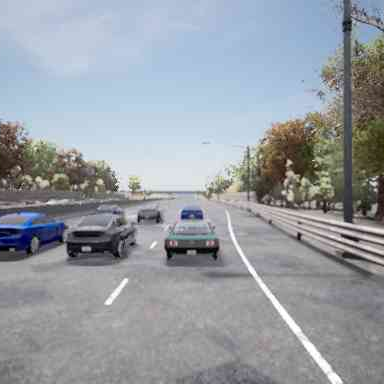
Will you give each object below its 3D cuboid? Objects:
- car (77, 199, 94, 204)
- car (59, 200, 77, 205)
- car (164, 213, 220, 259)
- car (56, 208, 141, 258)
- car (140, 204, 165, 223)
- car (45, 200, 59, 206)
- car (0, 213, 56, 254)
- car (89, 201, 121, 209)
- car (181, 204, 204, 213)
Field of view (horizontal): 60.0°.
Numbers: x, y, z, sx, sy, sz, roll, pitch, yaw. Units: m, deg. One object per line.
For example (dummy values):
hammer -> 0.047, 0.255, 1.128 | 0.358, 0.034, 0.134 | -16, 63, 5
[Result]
car -> -21.027, 2.277, 67.379 | 1.837, 1.490, 4.892 | 0, -1, 0
car -> -24.527, 2.371, 67.346 | 1.895, 1.301, 4.718 | 0, -1, 0
car -> 0.014, 1.744, 13.238 | 1.895, 1.301, 4.718 | 0, -1, 0
car -> -3.481, 1.653, 13.483 | 1.837, 1.490, 4.892 | 0, 0, 1
car -> -3.487, 1.805, 28.490 | 2.128, 1.511, 4.902 | 0, -1, 1
car -> -28.027, 2.300, 67.376 | 1.812, 1.442, 4.674 | 0, -1, 0
car -> -6.975, 1.631, 14.240 | 1.882, 1.535, 5.008 | 0, 0, 1
car -> -6.988, 1.805, 28.486 | 2.128, 1.511, 4.902 | 0, -1, 1
car -> 0.019, 1.798, 29.229 | 1.882, 1.535, 5.008 | 0, 0, 1
